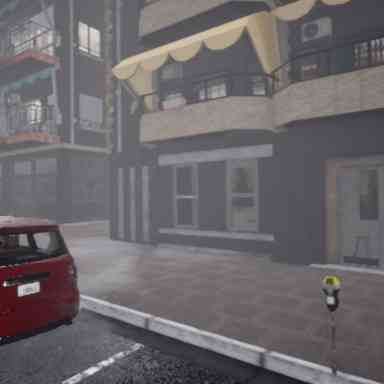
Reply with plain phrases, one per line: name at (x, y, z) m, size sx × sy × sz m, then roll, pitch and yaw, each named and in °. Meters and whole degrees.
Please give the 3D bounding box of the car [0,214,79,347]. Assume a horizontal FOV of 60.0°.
car at (-3.973, 1.277, 5.537) m, size 5.009 × 1.841 × 2.192 m, roll 0°, pitch -1°, yaw 36°
